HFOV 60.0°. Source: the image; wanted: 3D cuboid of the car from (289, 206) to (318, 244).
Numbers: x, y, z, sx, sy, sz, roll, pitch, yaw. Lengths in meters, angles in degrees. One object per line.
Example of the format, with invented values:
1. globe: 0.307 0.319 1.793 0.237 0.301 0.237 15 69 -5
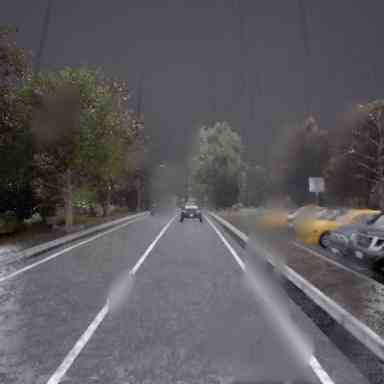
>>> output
1. car: 7.014 1.511 14.034 5.008 1.535 2.097 0 0 0

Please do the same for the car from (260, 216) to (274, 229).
1. car: 6.795 1.554 19.574 5.366 1.575 1.946 0 0 0

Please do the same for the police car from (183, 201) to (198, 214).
1. police car: -0.199 2.123 45.991 1.930 1.638 5.238 0 -2 0

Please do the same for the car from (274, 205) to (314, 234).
1. car: 7.000 1.531 16.806 4.892 1.521 2.231 0 0 0

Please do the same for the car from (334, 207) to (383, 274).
1. car: 7.007 1.244 8.486 5.566 2.045 2.435 0 0 0

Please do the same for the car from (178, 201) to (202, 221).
1. car: -0.063 1.782 29.372 1.812 1.442 4.674 0 -2 0

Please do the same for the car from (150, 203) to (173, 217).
1. car: -3.551 1.991 37.526 2.033 1.411 5.357 0 -1 0

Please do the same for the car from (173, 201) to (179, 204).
1. car: -3.681 2.896 79.217 2.097 1.767 4.553 0 -2 0

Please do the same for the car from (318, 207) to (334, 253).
1. car: 7.053 1.376 11.258 4.553 1.767 2.185 0 0 0
